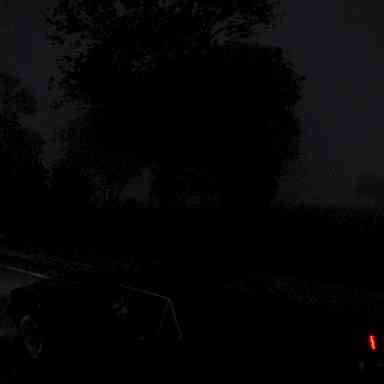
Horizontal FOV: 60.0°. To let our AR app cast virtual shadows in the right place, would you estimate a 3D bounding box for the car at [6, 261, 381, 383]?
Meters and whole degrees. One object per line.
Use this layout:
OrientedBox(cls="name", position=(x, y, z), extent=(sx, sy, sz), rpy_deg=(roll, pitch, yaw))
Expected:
OrientedBox(cls="car", position=(-0.377, 1.600, 4.261), extent=(4.718, 1.301, 1.895), rpy_deg=(0, 0, 36))
